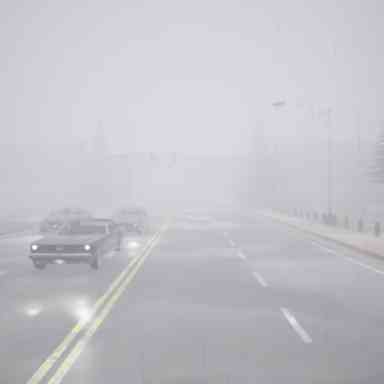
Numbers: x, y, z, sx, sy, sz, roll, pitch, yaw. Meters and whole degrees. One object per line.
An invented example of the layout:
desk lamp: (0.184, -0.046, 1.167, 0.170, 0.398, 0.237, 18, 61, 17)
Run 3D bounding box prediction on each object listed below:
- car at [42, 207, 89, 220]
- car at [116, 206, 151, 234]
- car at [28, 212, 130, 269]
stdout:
car: (-7.005, 1.554, 19.060, 1.994, 1.385, 4.181, 0, 0, 0)
car: (-3.504, 1.535, 19.214, 2.033, 1.411, 5.357, 0, 0, 0)
car: (-3.583, 1.591, 11.245, 1.895, 1.301, 4.718, 0, 0, 0)
